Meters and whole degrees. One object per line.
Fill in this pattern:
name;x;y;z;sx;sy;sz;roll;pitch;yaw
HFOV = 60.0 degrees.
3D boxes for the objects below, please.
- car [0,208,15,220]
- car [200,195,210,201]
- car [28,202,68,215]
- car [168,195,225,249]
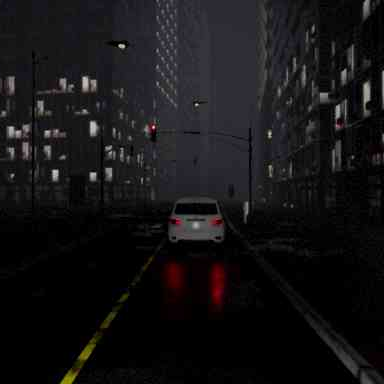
car;-17.531;1.805;28.668;4.403;1.369;2.008;-1;0;11
car;3.128;1.401;77.779;1.812;1.442;4.674;0;0;9
car;-15.992;1.842;36.906;4.403;1.369;2.008;-1;1;11
car;0.224;1.254;14.602;2.150;2.045;5.566;0;0;2
